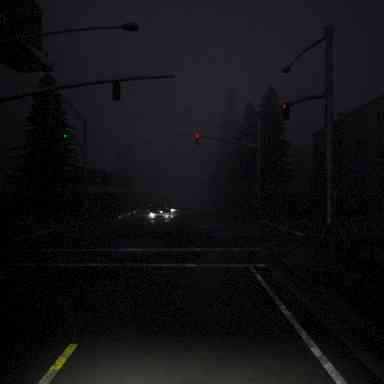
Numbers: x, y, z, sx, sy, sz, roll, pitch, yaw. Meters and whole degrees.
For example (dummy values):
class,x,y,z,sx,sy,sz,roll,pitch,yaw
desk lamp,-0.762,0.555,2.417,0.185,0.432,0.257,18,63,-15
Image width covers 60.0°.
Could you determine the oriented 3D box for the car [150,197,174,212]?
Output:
class,x,y,z,sx,sy,sz,roll,pitch,yaw
car,-3.525,1.351,38.105,2.097,1.767,4.553,0,0,0
